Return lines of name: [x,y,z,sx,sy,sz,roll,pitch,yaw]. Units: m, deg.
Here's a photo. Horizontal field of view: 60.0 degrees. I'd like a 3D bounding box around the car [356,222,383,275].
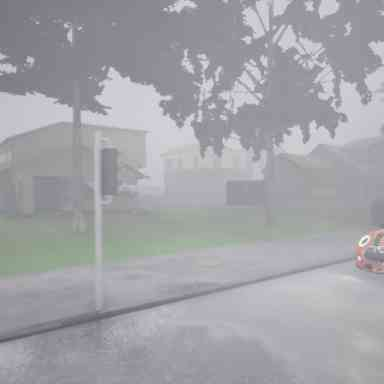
car: [6.576,1.290,9.287,4.553,1.767,2.097,0,0,-35]
